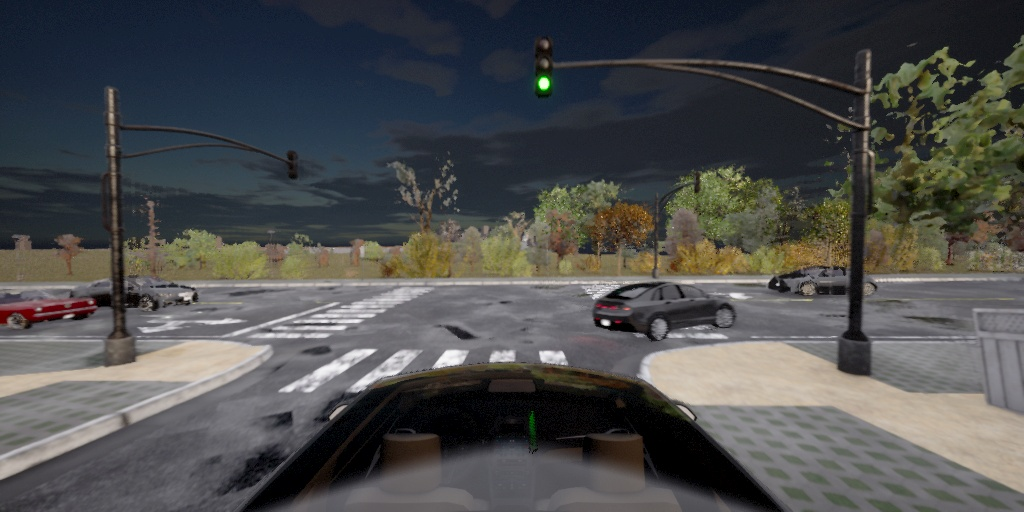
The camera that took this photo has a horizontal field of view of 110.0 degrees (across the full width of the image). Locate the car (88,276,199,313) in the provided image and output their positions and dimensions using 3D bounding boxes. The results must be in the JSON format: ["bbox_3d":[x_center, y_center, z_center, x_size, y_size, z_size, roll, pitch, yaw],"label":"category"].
[{"bbox_3d":[-17.010,1.676,16.252,4.902,1.511,2.128,-1,2,4],"label":"car"}]

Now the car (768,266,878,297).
[{"bbox_3d":[15.205,1.218,17.692,4.181,1.385,1.994,-1,2,4],"label":"car"}]

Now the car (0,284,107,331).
[{"bbox_3d":[-18.199,1.901,13.075,4.718,1.301,1.895,-1,2,4],"label":"car"}]

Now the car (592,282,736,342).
[{"bbox_3d":[4.739,1.531,11.018,4.892,1.490,1.837,-2,-2,-27],"label":"car"}]
